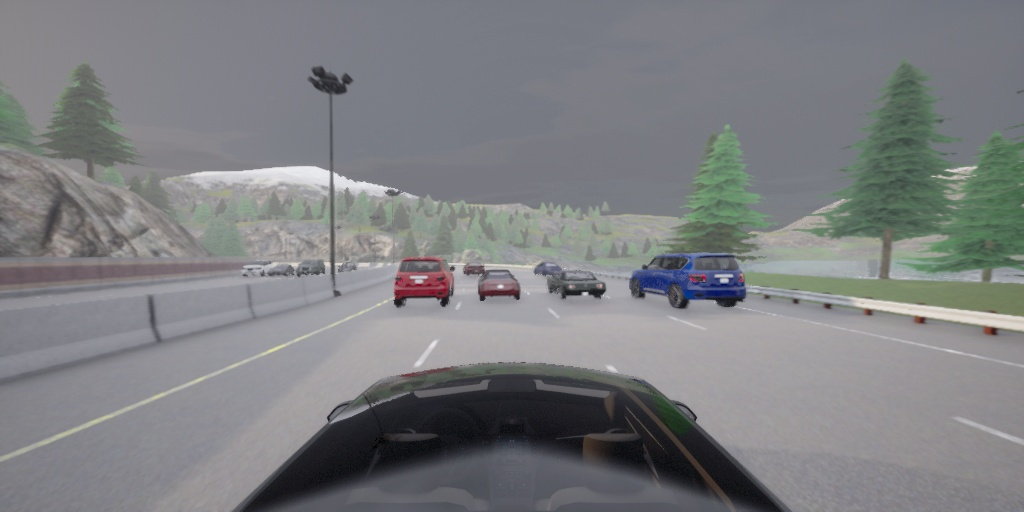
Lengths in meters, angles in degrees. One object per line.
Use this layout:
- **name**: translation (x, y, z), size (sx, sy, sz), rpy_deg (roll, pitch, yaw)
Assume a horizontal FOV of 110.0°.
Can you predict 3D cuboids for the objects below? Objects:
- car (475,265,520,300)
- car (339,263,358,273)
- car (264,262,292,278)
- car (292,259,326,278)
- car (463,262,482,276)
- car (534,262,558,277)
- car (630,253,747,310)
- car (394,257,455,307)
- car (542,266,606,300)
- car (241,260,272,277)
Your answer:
- **car**: translation (-0.746, 1.368, 18.382), size (1.994, 1.385, 4.181), rpy_deg (-1, 0, -6)
- **car**: translation (-21.072, 1.645, 46.392), size (2.128, 1.511, 4.902), rpy_deg (-1, 0, -17)
- **car**: translation (-27.195, 1.731, 42.593), size (1.837, 1.490, 4.892), rpy_deg (-1, 0, -17)
- **car**: translation (-23.287, 1.391, 41.792), size (2.150, 2.045, 5.566), rpy_deg (-1, 0, -16)
- **car**: translation (-4.289, 1.386, 39.561), size (1.882, 1.535, 5.008), rpy_deg (0, 0, -14)
- **car**: translation (3.581, 1.318, 36.223), size (1.812, 1.442, 4.674), rpy_deg (0, 0, -12)
- **car**: translation (6.834, 0.914, 14.649), size (2.150, 2.045, 5.566), rpy_deg (0, 0, -6)
- **car**: translation (-3.859, 1.064, 16.402), size (2.150, 2.045, 5.566), rpy_deg (0, 0, -6)
- **car**: translation (2.952, 1.353, 17.633), size (1.895, 1.301, 4.718), rpy_deg (-1, 0, -5)
- **car**: translation (-31.509, 1.511, 44.623), size (2.150, 2.045, 5.566), rpy_deg (-1, 0, -18)
